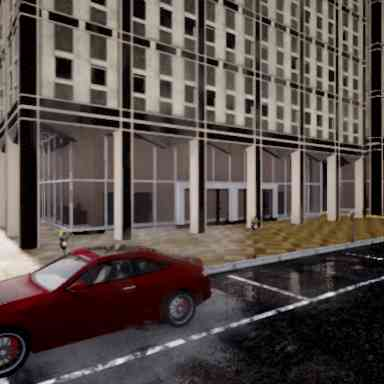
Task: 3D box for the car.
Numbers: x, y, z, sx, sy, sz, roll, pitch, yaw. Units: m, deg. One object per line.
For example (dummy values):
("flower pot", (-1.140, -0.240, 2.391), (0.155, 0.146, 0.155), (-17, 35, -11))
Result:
("car", (-1.582, 1.577, 5.431), (4.206, 1.307, 1.802), (0, 0, -35))
